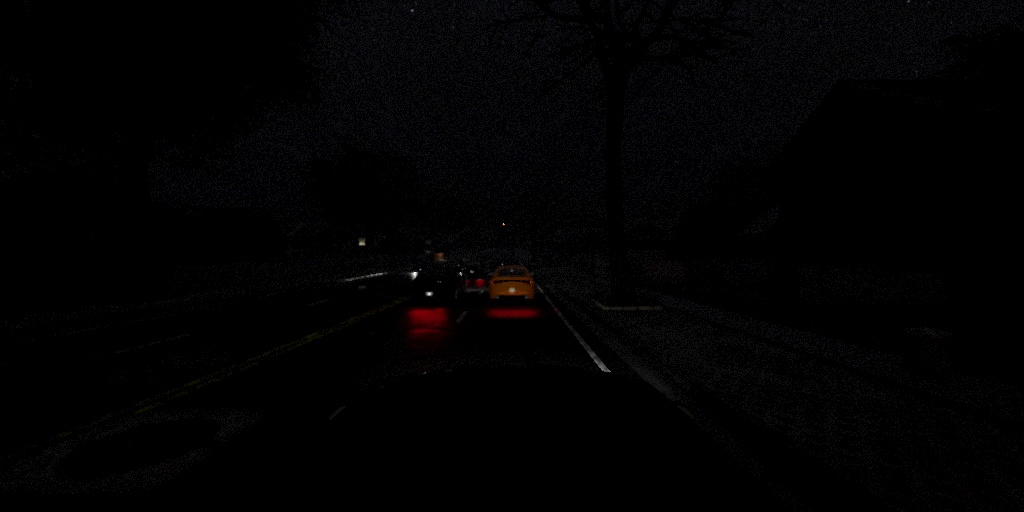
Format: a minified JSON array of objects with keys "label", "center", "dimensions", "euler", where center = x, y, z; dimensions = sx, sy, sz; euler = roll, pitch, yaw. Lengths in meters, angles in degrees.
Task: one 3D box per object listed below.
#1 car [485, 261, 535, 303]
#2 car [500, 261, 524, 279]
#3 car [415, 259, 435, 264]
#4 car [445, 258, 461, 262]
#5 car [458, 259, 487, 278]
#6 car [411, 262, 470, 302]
[{"label":"car","center":[0.001,1.186,16.498],"dimensions":[1.882,1.535,5.008],"euler":[0,0,0]},{"label":"car","center":[0.001,1.140,31.495],"dimensions":[1.994,1.385,4.181],"euler":[0,1,0]},{"label":"car","center":[-9.750,1.044,40.823],"dimensions":[2.033,1.411,5.357],"euler":[0,1,0]},{"label":"car","center":[-6.500,0.954,40.821],"dimensions":[1.882,1.535,5.008],"euler":[0,1,0]},{"label":"car","center":[-3.249,1.101,31.494],"dimensions":[1.812,1.442,4.674],"euler":[0,1,0]},{"label":"car","center":[-3.249,1.217,16.498],"dimensions":[1.837,1.490,4.892],"euler":[0,0,0]}]
